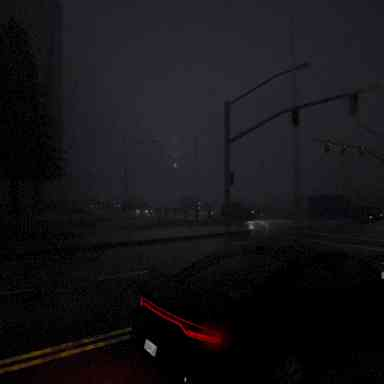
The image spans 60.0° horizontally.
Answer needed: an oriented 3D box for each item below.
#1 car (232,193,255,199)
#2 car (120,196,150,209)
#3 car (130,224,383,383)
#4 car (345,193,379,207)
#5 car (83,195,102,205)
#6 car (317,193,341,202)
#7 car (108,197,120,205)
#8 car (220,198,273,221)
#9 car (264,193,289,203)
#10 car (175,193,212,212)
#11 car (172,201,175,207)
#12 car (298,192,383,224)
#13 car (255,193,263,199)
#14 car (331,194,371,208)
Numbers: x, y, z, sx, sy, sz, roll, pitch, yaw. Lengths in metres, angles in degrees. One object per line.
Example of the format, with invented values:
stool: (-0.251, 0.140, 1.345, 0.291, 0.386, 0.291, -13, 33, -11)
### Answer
car: (12.227, 1.395, 78.856, 1.970, 1.475, 3.806, 0, 0, -35)
car: (-7.349, 1.353, 44.160, 2.097, 1.767, 4.553, 0, 0, -36)
car: (1.587, 1.478, 4.927, 5.008, 1.535, 1.882, 0, 0, -35)
car: (24.205, 1.156, 47.406, 1.905, 1.878, 3.866, 0, 0, -35)
car: (-17.509, 1.404, 58.493, 2.097, 1.767, 4.553, 0, 0, -36)
car: (29.998, 1.153, 73.077, 1.932, 1.855, 4.605, 0, 0, -35)
car: (-13.140, 1.564, 58.363, 1.994, 1.385, 4.181, 0, 0, -35)
car: (4.217, 1.526, 27.826, 1.812, 1.442, 4.674, 0, 0, -32)
car: (16.283, 1.395, 63.207, 1.970, 1.475, 3.806, 0, 0, -35)
car: (0.363, 1.353, 39.402, 2.097, 1.767, 4.553, 0, 0, -36)
car: (-0.963, 1.504, 47.596, 1.837, 1.490, 4.892, 0, 0, -36)
car: (11.078, 1.224, 24.585, 2.150, 2.045, 5.566, 0, 0, -37)
car: (14.586, 1.363, 80.534, 1.784, 1.438, 3.905, 0, 0, -35)
car: (21.815, 1.153, 45.773, 1.932, 1.855, 4.605, 0, 0, -35)
